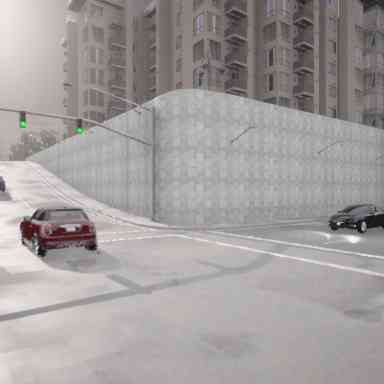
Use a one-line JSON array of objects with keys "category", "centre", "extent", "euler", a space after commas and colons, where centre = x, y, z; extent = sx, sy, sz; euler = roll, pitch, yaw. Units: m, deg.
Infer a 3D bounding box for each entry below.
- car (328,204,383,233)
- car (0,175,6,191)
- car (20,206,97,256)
[{"category": "car", "centre": [10.066, 1.505, 19.780], "extent": [4.892, 1.490, 1.837], "euler": [0, 0, -36]}, {"category": "car", "centre": [-20.499, -1.135, 34.326], "extent": [1.882, 1.535, 5.008], "euler": [0, 12, -36]}, {"category": "car", "centre": [-5.551, 1.352, 13.532], "extent": [2.097, 1.767, 4.553], "euler": [0, 0, -36]}]
